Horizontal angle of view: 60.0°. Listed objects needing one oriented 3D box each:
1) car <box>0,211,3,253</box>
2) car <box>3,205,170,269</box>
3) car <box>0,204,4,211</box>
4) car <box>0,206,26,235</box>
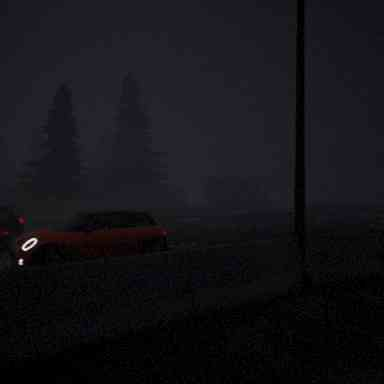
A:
[{"bbox_3d":[-8.291,1.528,10.845,4.181,1.385,1.994,0,0,-35],"label":"car"},{"bbox_3d":[-3.037,1.342,10.223,4.553,1.767,2.097,0,0,-33],"label":"car"},{"bbox_3d":[-9.657,1.311,14.141,4.553,1.767,2.097,0,0,-35],"label":"car"},{"bbox_3d":[-11.135,1.518,17.380,4.181,1.385,1.994,0,0,-35],"label":"car"}]
